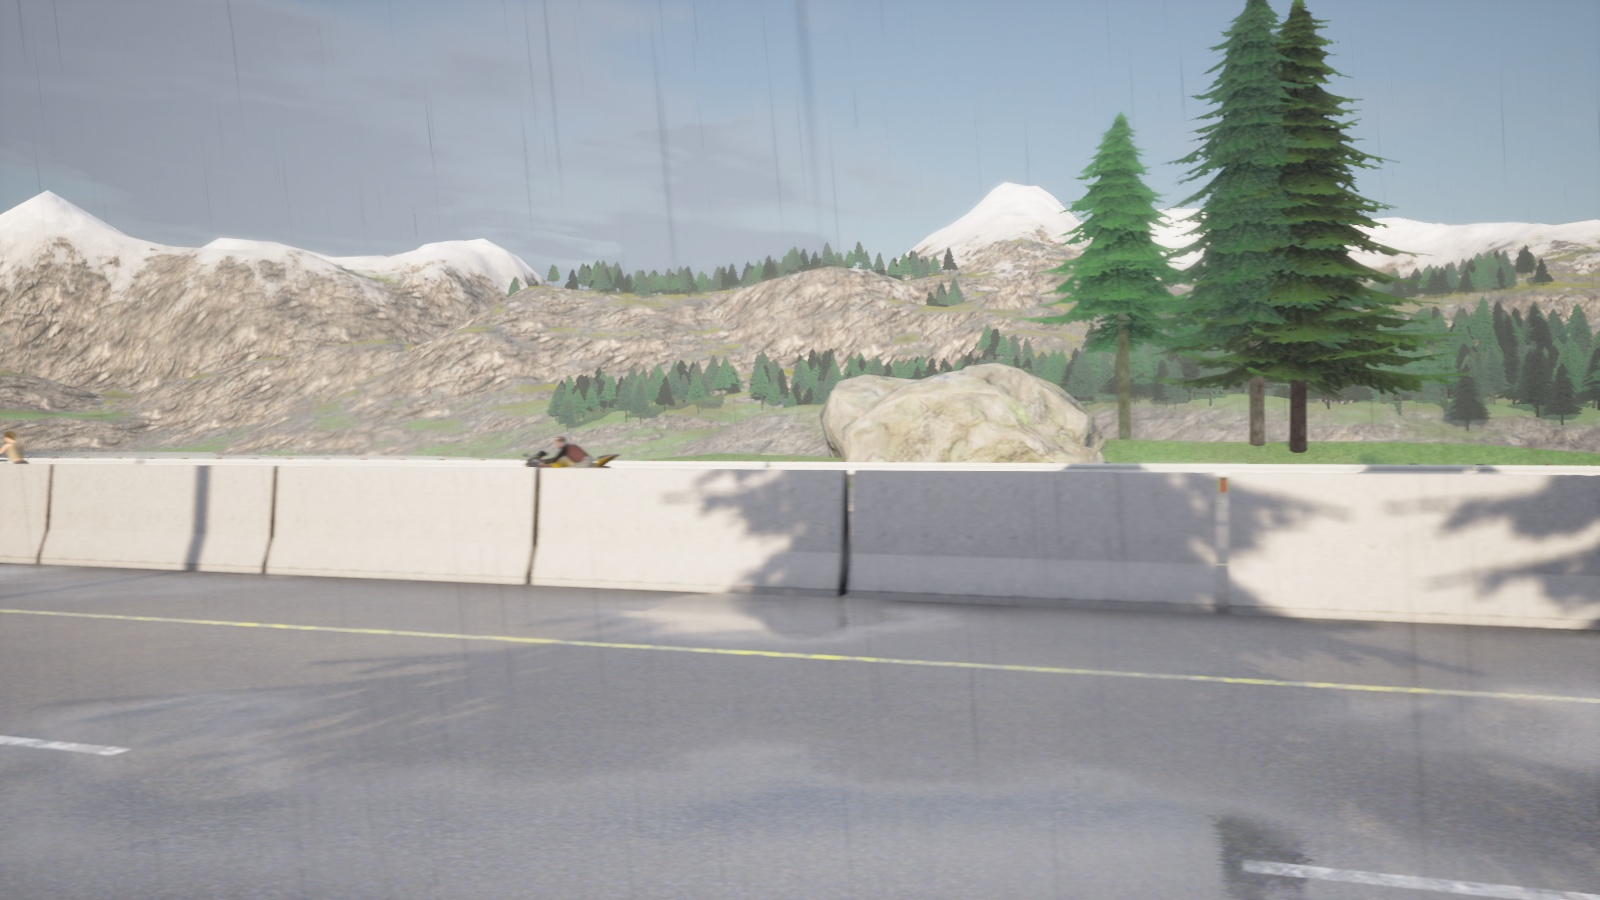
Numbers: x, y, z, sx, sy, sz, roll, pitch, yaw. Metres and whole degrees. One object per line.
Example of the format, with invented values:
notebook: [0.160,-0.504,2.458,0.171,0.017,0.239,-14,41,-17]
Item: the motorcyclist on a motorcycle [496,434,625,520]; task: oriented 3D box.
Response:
motorcyclist on a motorcycle: [-4.403,0.474,23.138,2.191,1.530,0.866,0,1,19]
